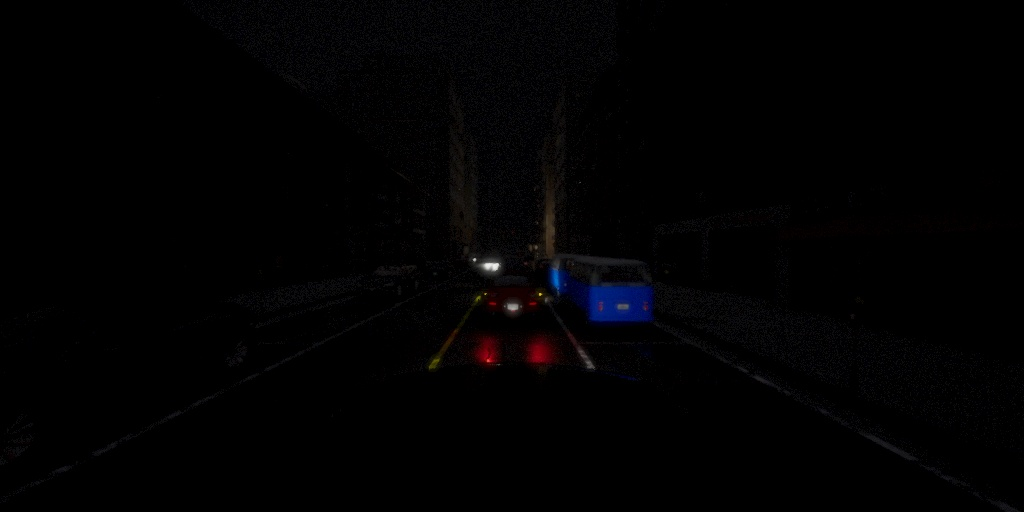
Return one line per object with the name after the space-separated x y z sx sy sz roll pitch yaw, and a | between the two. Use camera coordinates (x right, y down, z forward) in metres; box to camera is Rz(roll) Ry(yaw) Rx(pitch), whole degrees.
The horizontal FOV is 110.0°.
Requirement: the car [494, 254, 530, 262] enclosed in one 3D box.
0.020 0.834 25.896 2.033 1.411 5.357 0 1 0 | car

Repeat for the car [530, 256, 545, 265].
2.613 0.840 27.381 1.802 1.307 4.207 0 0 0 | car

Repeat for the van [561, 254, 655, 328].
2.629 0.926 10.337 1.690 1.789 3.998 0 0 0 | van

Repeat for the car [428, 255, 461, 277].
-5.413 0.824 27.373 1.948 1.339 4.313 0 0 0 | car

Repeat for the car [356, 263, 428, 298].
-5.401 1.027 16.011 2.007 1.370 4.403 0 0 0 | car

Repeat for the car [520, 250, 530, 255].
2.696 0.211 57.132 1.812 1.442 4.674 0 1 0 | car

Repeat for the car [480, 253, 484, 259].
-5.435 0.365 50.099 1.888 1.381 4.507 0 0 0 | car

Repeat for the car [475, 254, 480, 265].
-5.429 0.481 44.417 2.007 1.370 4.403 0 0 0 | car

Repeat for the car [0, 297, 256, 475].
-5.390 1.260 4.648 1.948 1.339 4.313 0 0 0 | car

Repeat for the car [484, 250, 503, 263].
-2.877 0.273 52.089 2.128 1.511 4.902 0 1 0 | car

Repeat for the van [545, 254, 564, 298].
2.624 0.817 16.019 1.690 1.789 3.998 0 0 0 | van

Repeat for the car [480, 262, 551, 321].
0.039 1.089 11.481 1.812 1.442 4.674 0 1 0 | car

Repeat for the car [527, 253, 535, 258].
2.607 0.674 33.233 1.751 1.417 4.829 0 0 0 | car

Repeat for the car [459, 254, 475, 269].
-5.424 0.585 38.736 1.888 1.381 4.507 0 0 0 | car
